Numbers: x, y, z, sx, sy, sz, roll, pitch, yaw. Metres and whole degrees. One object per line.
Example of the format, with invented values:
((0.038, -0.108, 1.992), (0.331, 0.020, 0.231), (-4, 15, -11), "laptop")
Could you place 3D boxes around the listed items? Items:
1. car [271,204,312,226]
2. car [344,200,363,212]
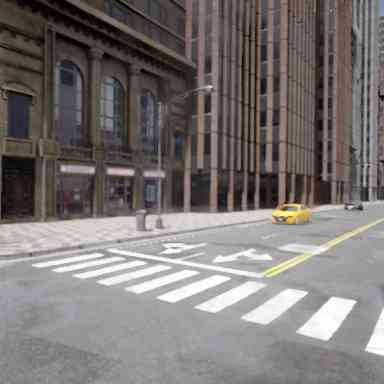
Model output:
((7.737, 1.694, 25.651), (1.882, 1.535, 5.008), (1, 0, 36), "car")
((22.312, 1.910, 45.911), (2.128, 1.511, 4.902), (1, 0, 36), "car")
